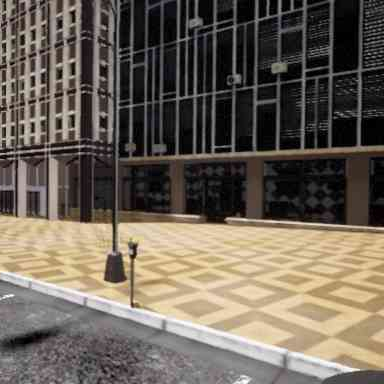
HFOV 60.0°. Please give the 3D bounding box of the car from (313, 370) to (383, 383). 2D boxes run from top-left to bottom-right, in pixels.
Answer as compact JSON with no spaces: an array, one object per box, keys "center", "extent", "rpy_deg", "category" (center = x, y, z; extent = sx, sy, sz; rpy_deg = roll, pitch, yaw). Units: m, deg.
[{"center":[2.463,1.541,1.128],"extent":[4.403,1.369,2.008],"rpy_deg":[0,1,35],"category":"car"}]
